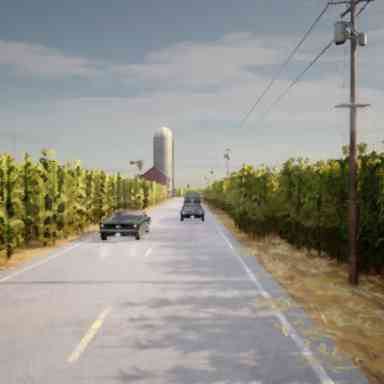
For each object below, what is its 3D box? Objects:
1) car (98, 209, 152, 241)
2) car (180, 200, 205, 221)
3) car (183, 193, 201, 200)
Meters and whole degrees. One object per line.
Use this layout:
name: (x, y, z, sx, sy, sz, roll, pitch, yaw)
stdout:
car: (-3.219, 1.578, 16.770, 1.895, 1.301, 4.718, 0, 0, 0)
car: (0.047, 1.563, 26.854, 1.895, 1.301, 4.718, 0, 0, 0)
car: (0.051, 1.160, 44.119, 2.150, 2.045, 5.566, 0, 0, 0)
